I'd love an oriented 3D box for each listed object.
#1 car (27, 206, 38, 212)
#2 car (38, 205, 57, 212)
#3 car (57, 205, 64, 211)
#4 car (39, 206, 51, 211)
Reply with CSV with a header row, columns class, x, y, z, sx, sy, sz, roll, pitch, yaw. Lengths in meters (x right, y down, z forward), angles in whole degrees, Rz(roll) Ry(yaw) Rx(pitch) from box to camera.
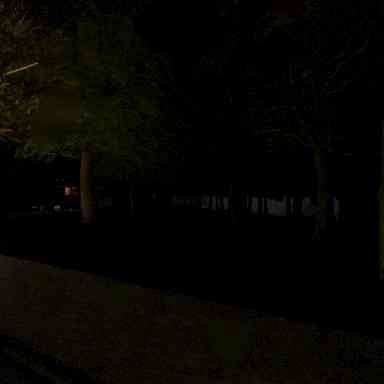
class,x,y,z,sx,sy,sz,roll,pitch,yaw
car,-36.677,3.912,77.058,1.837,1.490,4.892,0,-2,-9
car,-33.409,3.887,77.215,1.837,1.490,4.892,0,-2,-9
car,-35.123,4.239,87.498,2.128,1.511,4.902,0,-2,-9
car,-38.328,4.275,86.963,1.994,1.385,4.181,0,-2,-9
